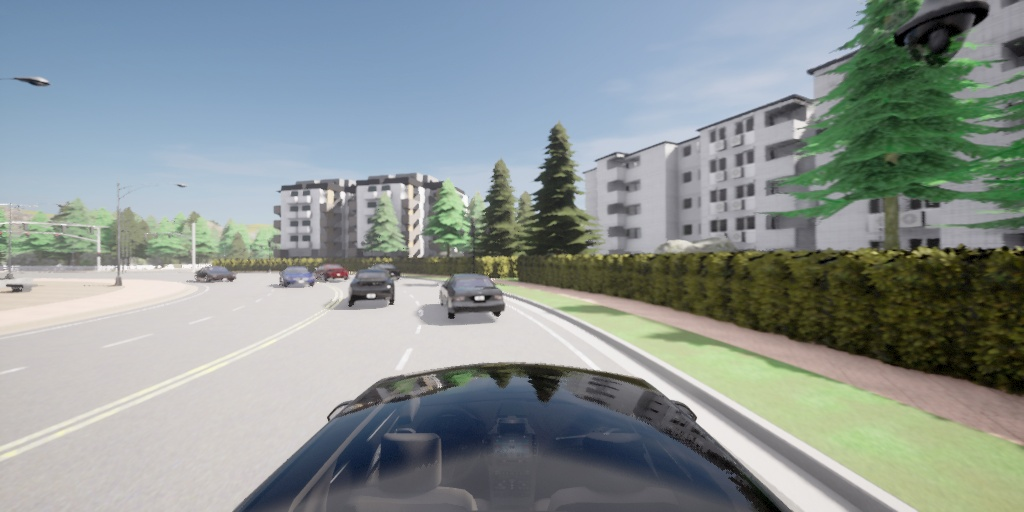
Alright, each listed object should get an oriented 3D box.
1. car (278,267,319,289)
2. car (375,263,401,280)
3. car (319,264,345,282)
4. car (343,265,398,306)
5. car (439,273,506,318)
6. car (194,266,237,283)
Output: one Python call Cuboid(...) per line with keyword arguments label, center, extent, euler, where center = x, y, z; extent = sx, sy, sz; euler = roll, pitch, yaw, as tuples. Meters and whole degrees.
Cuboid(label="car", center=(-15.539, 1.492, 25.904), extent=(1.812, 1.442, 4.674), euler=(0, 0, -37))
Cuboid(label="car", center=(-11.874, 1.441, 32.743), extent=(1.882, 1.535, 5.008), euler=(0, 0, -39))
Cuboid(label="car", center=(-16.760, 1.480, 32.941), extent=(1.882, 1.535, 5.008), euler=(0, -1, -43))
Cuboid(label="car", center=(-6.421, 1.363, 16.613), extent=(1.837, 1.490, 4.892), euler=(0, 0, -19))
Cuboid(label="car", center=(-1.648, 1.355, 13.414), extent=(2.033, 1.411, 5.357), euler=(0, 0, -15))
Cuboid(label="car", center=(-26.636, 1.625, 32.121), extent=(5.357, 1.411, 2.033), euler=(-1, 0, 36))
